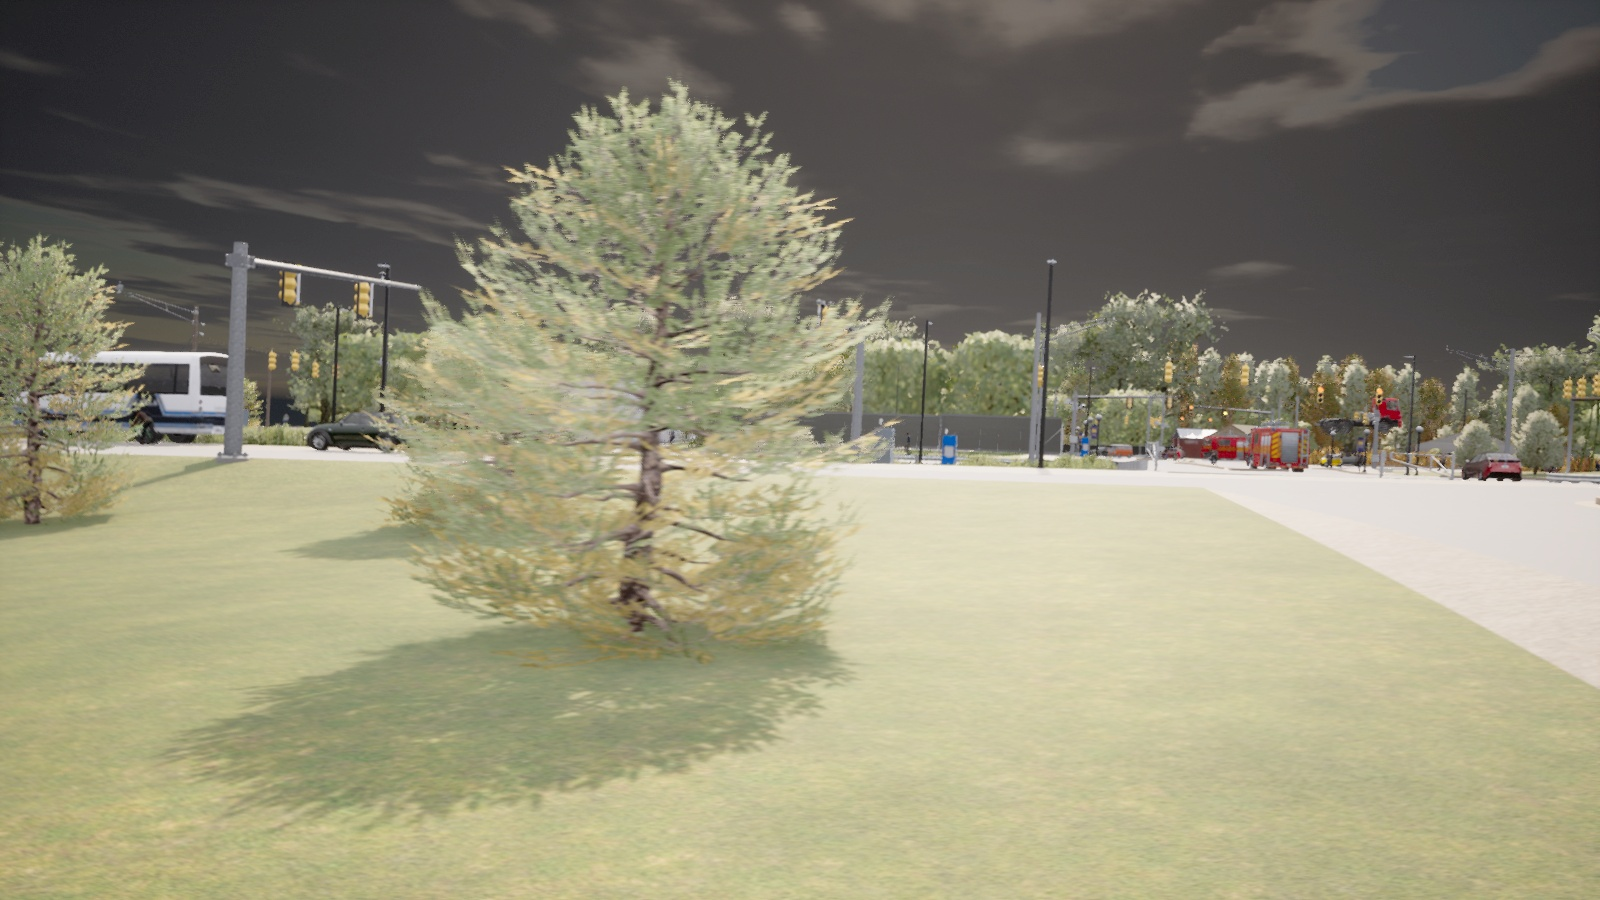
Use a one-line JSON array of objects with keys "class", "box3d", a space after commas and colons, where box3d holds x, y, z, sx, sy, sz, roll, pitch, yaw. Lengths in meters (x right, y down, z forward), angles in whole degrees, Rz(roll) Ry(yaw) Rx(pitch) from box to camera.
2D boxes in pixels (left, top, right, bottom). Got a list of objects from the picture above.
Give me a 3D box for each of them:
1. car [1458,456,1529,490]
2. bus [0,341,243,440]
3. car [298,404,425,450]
[{"class": "car", "box3d": [34.759, 1.115, 63.072, 2.007, 1.525, 4.514, 2, 1, 14]}, {"class": "bus", "box3d": [-32.047, -2.754, 58.967, 10.273, 4.253, 3.944, 2, 1, 11]}, {"class": "car", "box3d": [-18.356, -0.964, 52.690, 4.553, 1.767, 2.097, 2, 1, 11]}]
